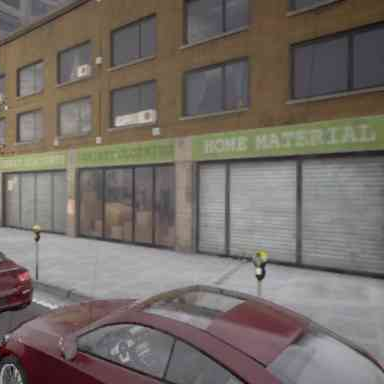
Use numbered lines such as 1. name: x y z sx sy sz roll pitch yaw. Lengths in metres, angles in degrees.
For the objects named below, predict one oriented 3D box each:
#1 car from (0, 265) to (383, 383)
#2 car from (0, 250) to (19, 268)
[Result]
1. car: -0.128 1.571 3.057 4.206 1.307 1.802 1 0 36
2. car: -4.651 1.530 6.285 4.206 1.307 1.802 1 0 36
